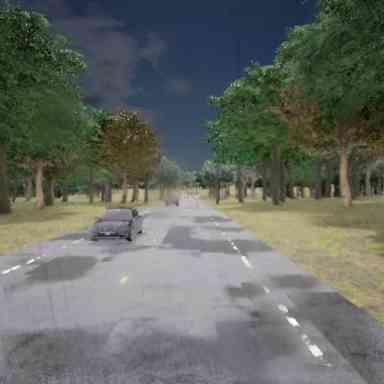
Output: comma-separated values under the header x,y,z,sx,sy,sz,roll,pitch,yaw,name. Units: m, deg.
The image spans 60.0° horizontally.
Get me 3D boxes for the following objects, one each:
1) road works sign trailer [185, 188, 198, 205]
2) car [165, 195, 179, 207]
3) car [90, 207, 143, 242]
x,y,z,sx,sy,sz,roll,pitch,yaw,name
0.070,0.954,68.880,2.380,3.560,2.880,0,-1,-2,road works sign trailer
-3.528,1.524,59.322,2.150,2.045,5.566,0,-1,1,car
-3.599,1.530,16.569,1.837,1.490,4.892,0,0,0,car
